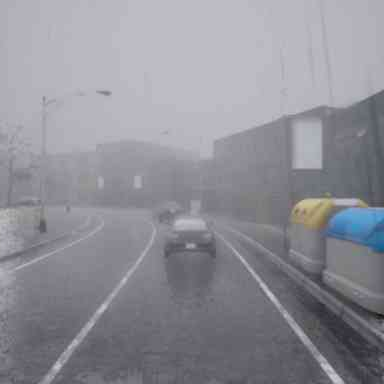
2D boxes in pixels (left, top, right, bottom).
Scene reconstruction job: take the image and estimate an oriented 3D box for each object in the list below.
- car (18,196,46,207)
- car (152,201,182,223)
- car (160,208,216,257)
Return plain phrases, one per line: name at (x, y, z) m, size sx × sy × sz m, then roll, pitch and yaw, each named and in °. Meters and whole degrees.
car at (-24.830, 1.451, 51.608) m, size 4.553 × 1.767 × 2.097 m, roll 1°, pitch -1°, yaw 30°
car at (-2.008, 1.515, 27.521) m, size 2.097 × 1.767 × 4.553 m, roll 0°, pitch 0°, yaw -15°
car at (-0.097, 1.602, 13.151) m, size 1.812 × 1.442 × 4.674 m, roll 0°, pitch 0°, yaw -1°
